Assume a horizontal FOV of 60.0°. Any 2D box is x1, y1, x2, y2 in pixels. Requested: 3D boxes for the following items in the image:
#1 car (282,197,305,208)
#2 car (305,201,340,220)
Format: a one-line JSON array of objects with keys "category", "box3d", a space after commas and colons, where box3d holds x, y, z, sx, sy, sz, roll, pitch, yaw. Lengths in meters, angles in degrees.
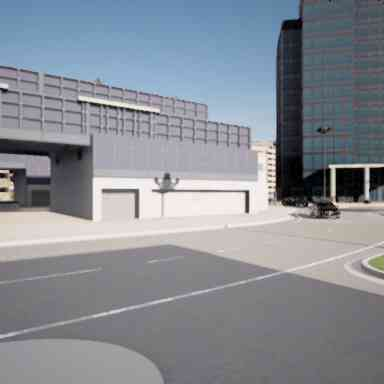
[{"category": "car", "box3d": [15.311, 1.545, 49.244, 1.837, 1.490, 4.892, 1, -1, -19]}, {"category": "car", "box3d": [11.412, 1.530, 28.876, 1.837, 1.490, 4.892, -1, 0, 11]}]
